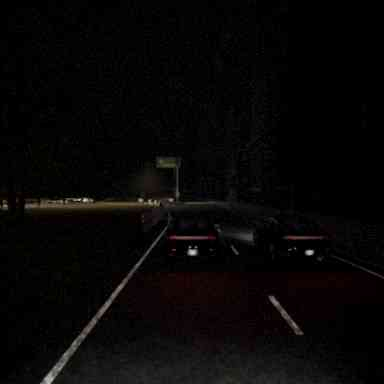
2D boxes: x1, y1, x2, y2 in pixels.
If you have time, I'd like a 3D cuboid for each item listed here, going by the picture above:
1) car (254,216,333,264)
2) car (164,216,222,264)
[{"bbox_3d":[3.540,1.621,12.372,2.128,1.511,4.902,0,-1,1],"label":"car"},{"bbox_3d":[0.040,1.621,12.355,2.128,1.511,4.902,0,-1,1],"label":"car"}]
